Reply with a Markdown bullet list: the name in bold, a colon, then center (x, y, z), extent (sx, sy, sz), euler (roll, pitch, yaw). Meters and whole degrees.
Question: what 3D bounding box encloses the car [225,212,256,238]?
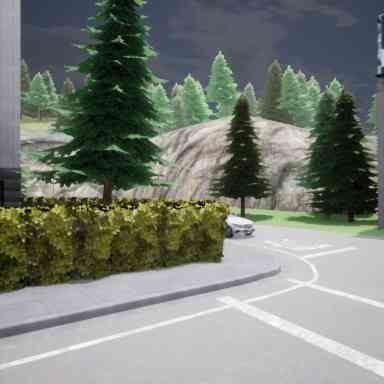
- **car**: center (1.477, 1.702, 19.120), extent (1.812, 1.442, 4.674), euler (0, 0, -42)
